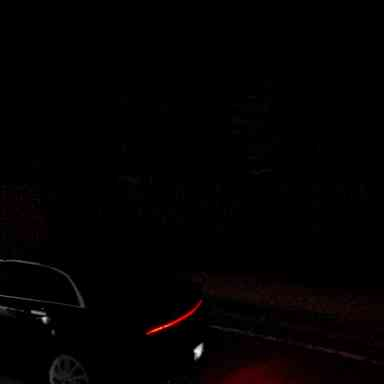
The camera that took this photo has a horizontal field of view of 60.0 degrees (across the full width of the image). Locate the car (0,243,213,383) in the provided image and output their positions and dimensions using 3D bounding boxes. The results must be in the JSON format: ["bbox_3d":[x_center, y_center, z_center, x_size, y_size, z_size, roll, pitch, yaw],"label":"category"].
[{"bbox_3d":[-2.140,1.506,4.675,4.892,1.490,1.837,0,0,23],"label":"car"}]
